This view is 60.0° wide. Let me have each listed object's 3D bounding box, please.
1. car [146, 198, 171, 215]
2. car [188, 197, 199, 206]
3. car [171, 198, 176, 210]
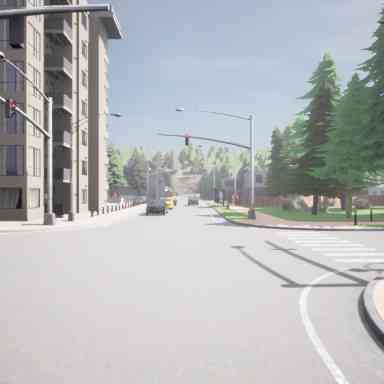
[{"bbox_3d":[-3.483,1.478,33.534,1.882,1.535,5.008,0,0,0],"label":"car"},{"bbox_3d":[0.196,1.547,55.714,2.033,1.411,5.357,0,0,0],"label":"car"},{"bbox_3d":[-3.439,1.478,43.495,1.882,1.535,5.008,0,0,0],"label":"car"}]
